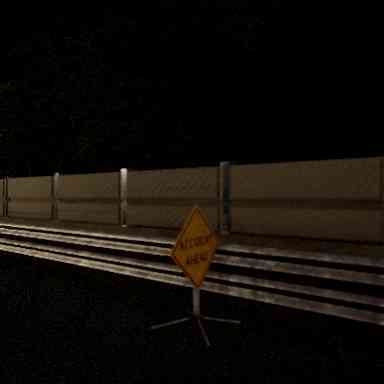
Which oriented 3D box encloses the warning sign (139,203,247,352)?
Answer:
[{"bbox_3d":[0.052,1.129,5.109,1.060,1.860,1.300,-1,0,36],"label":"warning sign"}]
